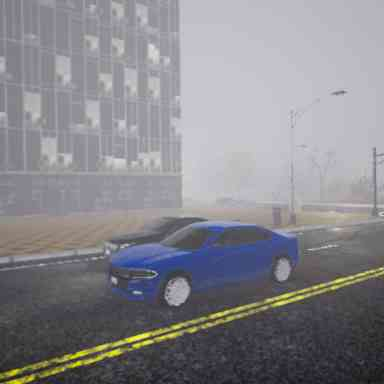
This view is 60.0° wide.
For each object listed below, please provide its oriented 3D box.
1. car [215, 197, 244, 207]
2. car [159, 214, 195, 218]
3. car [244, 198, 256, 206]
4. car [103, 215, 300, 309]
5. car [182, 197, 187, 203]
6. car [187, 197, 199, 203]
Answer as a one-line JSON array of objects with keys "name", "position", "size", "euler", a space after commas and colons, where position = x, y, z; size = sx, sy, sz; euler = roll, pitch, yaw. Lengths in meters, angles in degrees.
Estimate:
[{"name": "car", "position": [5.622, 1.536, 53.423], "size": [1.837, 1.490, 4.892], "euler": [-1, 1, -33]}, {"name": "car", "position": [-0.605, 1.514, 11.234], "size": [4.674, 1.442, 1.812], "euler": [0, 0, -35]}, {"name": "car", "position": [8.364, 1.575, 55.177], "size": [1.895, 1.301, 4.718], "euler": [-1, 1, -33]}, {"name": "car", "position": [0.497, 1.468, 8.029], "size": [5.008, 1.535, 1.882], "euler": [0, 0, -35]}, {"name": "car", "position": [-3.701, 1.439, 67.925], "size": [1.882, 1.535, 5.008], "euler": [-1, 1, -33]}, {"name": "car", "position": [-0.527, 1.646, 69.014], "size": [1.895, 1.301, 4.718], "euler": [-1, 0, -33]}]
